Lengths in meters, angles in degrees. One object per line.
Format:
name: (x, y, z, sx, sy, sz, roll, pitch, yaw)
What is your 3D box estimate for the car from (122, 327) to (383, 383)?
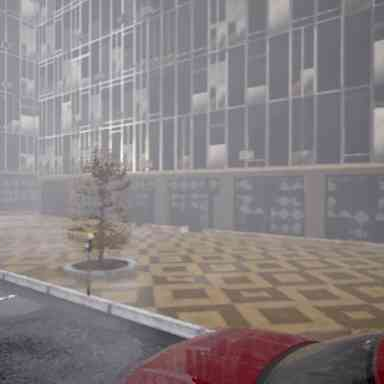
car: (1.474, 1.545, 1.820, 4.507, 1.381, 1.887, 0, 0, 36)
